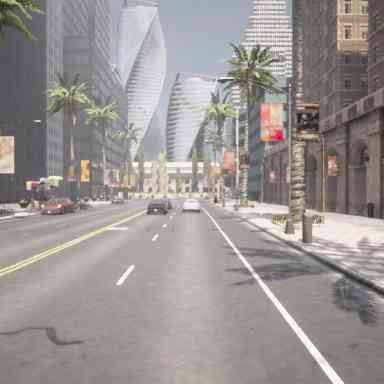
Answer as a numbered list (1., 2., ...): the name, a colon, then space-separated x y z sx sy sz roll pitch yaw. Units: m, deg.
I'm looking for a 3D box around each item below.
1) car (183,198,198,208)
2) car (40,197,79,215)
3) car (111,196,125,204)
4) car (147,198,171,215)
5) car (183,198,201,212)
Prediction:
1. car: -0.211 1.564 47.996 1.994 1.385 4.181 0 0 -1
2. car: -13.723 1.354 34.162 2.185 1.767 4.553 0 0 -1
3. car: -14.103 1.481 63.534 2.231 1.521 4.892 0 0 -1
4. car: -3.541 1.505 34.612 1.837 1.490 4.892 0 0 -1
5. car: -0.083 1.526 38.148 1.812 1.442 4.674 0 0 0
